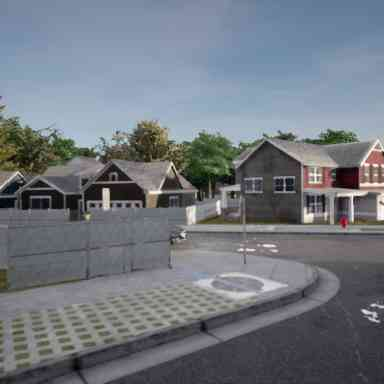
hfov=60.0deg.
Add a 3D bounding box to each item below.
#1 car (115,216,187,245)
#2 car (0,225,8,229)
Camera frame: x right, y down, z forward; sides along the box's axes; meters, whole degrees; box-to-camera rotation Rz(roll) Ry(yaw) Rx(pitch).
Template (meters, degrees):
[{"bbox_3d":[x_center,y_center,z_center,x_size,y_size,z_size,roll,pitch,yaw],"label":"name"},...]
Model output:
[{"bbox_3d":[-2.703,2.039,17.338,4.892,1.490,1.837,-2,0,18],"label":"car"},{"bbox_3d":[-13.792,2.410,20.997,5.357,1.411,2.033,-2,0,19],"label":"car"}]
